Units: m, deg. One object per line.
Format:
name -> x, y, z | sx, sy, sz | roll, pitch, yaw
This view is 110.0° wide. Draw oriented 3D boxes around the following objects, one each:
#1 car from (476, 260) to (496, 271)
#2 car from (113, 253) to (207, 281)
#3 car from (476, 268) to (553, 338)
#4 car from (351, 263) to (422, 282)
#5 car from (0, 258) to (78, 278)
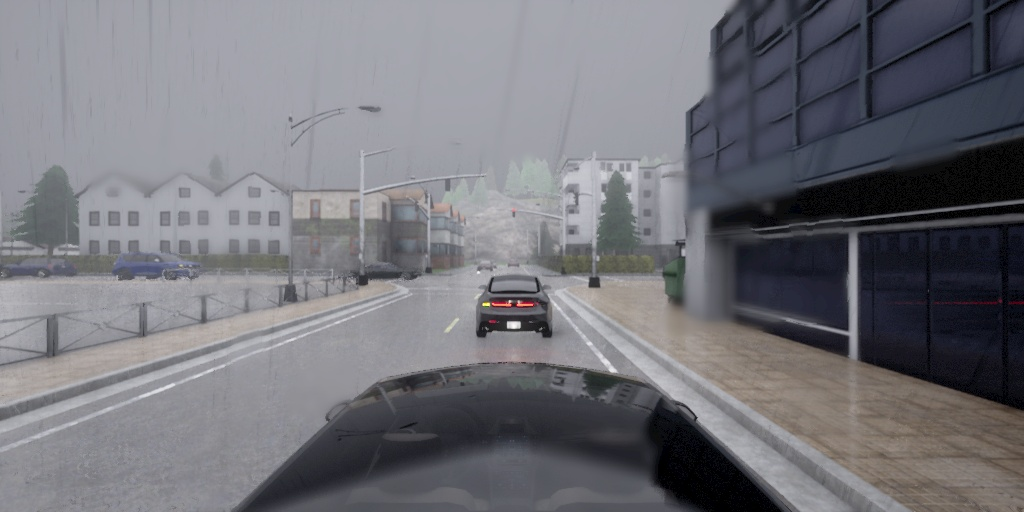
car -> -3.484, 1.272, 47.623 | 1.812, 1.442, 4.674 | 0, 0, 0
car -> -25.884, 0.793, 26.427 | 5.566, 2.045, 2.150 | 0, 0, 0
car -> 0.076, 1.254, 10.219 | 1.837, 1.490, 4.892 | 0, 0, 1
car -> -9.095, 1.175, 26.340 | 4.718, 1.301, 1.895 | 0, 0, 0
car -> -39.811, 0.923, 30.196 | 4.553, 1.767, 2.097 | 0, 0, 0
